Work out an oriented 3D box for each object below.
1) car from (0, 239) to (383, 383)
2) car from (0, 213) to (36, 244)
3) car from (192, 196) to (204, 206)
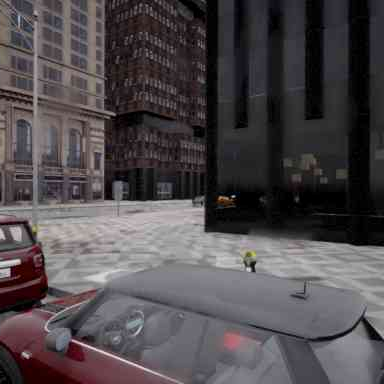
[{"bbox_3d":[-0.253,1.440,3.140,4.097,1.590,1.967,0,0,35],"label":"car"},{"bbox_3d":[-4.815,1.314,6.392,5.009,1.841,2.192,0,0,35],"label":"car"},{"bbox_3d":[1.938,1.374,52.070,2.128,1.511,4.902,0,0,36],"label":"car"}]
